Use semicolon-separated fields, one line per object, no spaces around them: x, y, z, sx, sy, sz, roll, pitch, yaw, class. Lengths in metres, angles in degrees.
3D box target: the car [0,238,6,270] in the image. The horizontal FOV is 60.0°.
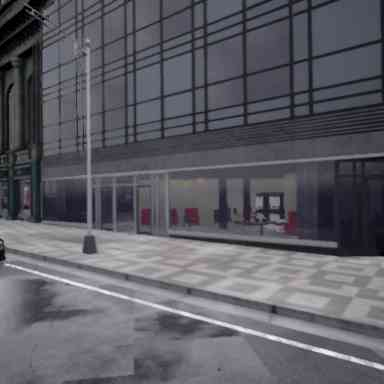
-7.052;1.499;9.341;4.902;1.511;2.128;0;0;37;car
